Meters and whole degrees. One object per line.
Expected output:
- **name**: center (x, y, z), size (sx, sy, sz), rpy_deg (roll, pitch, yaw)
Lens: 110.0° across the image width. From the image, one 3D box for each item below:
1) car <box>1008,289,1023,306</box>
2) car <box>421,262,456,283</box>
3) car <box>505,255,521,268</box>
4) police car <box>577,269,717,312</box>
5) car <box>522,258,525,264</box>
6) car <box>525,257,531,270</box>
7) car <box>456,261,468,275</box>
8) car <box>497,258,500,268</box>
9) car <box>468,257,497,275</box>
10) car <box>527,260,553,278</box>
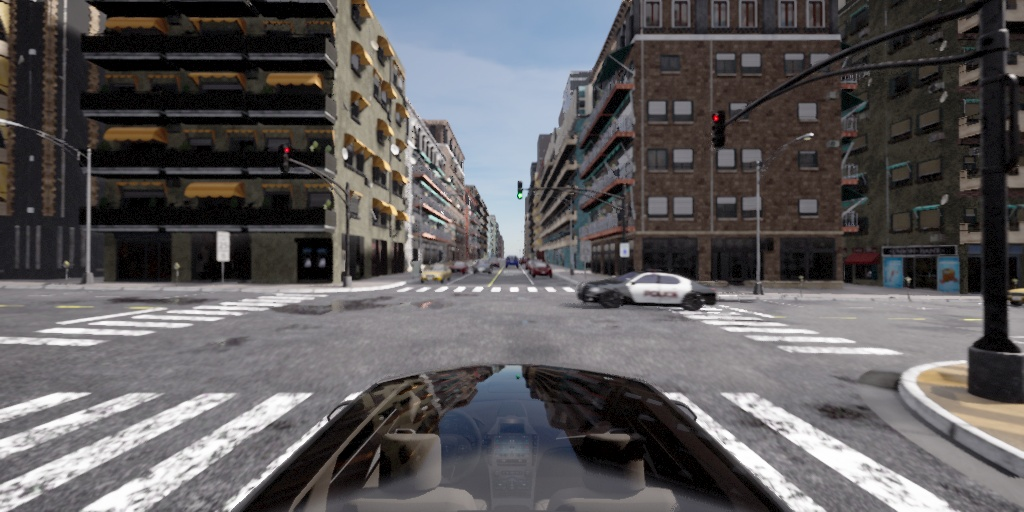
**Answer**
- **car**: center (26.247, 1.732, 16.947), size (4.829, 1.417, 1.751), rpy_deg (0, 0, 0)
- **car**: center (-5.688, 1.243, 27.243), size (1.751, 1.417, 4.829), rpy_deg (0, 0, 0)
- **car**: center (0.003, 0.903, 58.379), size (2.150, 2.045, 5.566), rpy_deg (0, 0, 0)
- **police car**: center (5.168, 1.304, 14.130), size (4.974, 1.542, 2.038), rpy_deg (2, 0, 0)
- **car**: center (2.693, 1.274, 49.493), size (1.802, 1.307, 4.207), rpy_deg (0, 0, 0)
- **car**: center (2.693, 1.144, 38.446), size (1.967, 1.591, 4.097), rpy_deg (0, 0, 0)
- **car**: center (-5.689, 1.249, 38.460), size (1.888, 1.381, 4.507), rpy_deg (0, 0, 0)
- **car**: center (-3.033, 1.033, 57.888), size (2.097, 1.767, 4.553), rpy_deg (0, 0, 0)
- **car**: center (-3.084, 1.195, 38.196), size (2.128, 1.511, 4.902), rpy_deg (0, 0, 0)
- **car**: center (2.692, 1.256, 32.922), size (1.888, 1.381, 4.507), rpy_deg (0, 0, 0)
